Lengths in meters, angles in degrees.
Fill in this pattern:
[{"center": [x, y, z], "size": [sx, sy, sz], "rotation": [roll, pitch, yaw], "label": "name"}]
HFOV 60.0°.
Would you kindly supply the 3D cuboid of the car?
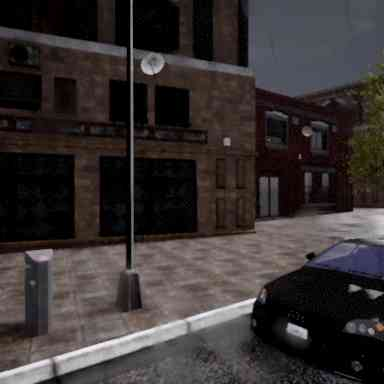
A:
[{"center": [2.876, 1.469, 5.210], "size": [4.181, 1.385, 1.994], "rotation": [-1, 1, -36], "label": "car"}]
